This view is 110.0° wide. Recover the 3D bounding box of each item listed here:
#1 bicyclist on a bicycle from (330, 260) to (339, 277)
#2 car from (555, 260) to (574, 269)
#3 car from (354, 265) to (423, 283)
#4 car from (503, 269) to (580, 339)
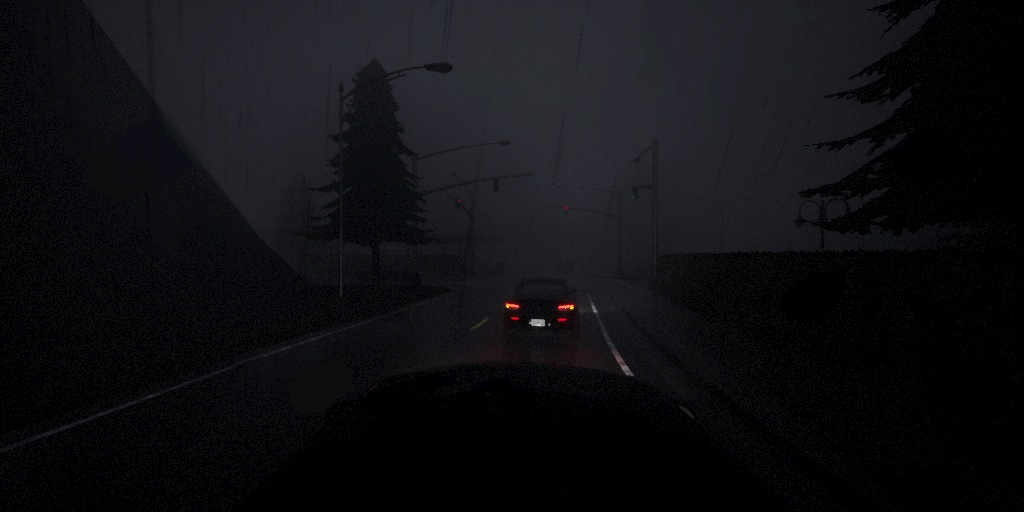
[{"bbox_3d":[-17.376,1.203,35.307,0.582,1.620,1.656,0,0,8],"label":"bicyclist on a bicycle"},{"bbox_3d":[5.913,1.227,40.289,1.882,1.535,5.008,0,0,9],"label":"car"},{"bbox_3d":[-9.192,1.351,26.930,4.718,1.301,1.895,0,0,8],"label":"car"},{"bbox_3d":[0.916,1.276,10.034,1.812,1.442,4.674,0,0,9],"label":"car"}]
